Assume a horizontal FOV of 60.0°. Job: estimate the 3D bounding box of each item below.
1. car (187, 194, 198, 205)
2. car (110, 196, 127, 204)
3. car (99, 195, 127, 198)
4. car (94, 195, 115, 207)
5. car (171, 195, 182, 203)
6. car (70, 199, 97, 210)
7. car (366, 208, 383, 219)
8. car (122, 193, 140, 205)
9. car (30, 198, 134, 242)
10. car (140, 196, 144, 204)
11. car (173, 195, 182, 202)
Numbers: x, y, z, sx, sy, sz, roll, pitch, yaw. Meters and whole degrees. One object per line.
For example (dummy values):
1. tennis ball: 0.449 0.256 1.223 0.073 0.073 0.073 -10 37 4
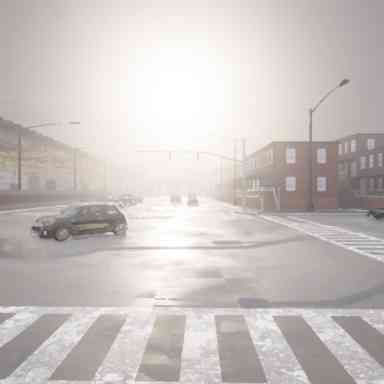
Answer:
1. car: 0.147 1.547 58.697 2.033 1.411 5.357 0 0 0
2. car: -13.980 1.492 63.434 2.128 1.511 4.902 0 0 0
3. car: -10.534 1.547 44.189 2.033 1.411 5.357 0 0 0
4. car: -14.016 1.352 53.371 2.097 1.767 4.553 0 0 0
5. car: -3.368 1.353 70.271 2.097 1.767 4.553 0 0 0
6. car: -14.039 1.601 43.285 1.895 1.301 4.718 0 0 0
7. car: 17.060 1.547 26.712 5.357 1.411 2.033 0 0 0
8. car: -10.516 1.221 54.473 2.150 2.045 5.566 0 0 0
9. car: -5.552 1.352 16.666 4.553 1.767 2.097 0 0 -45
10. car: -10.475 1.505 64.927 1.837 1.490 4.892 0 0 1
11. car: -3.426 1.478 80.557 1.882 1.535 5.008 0 0 0
